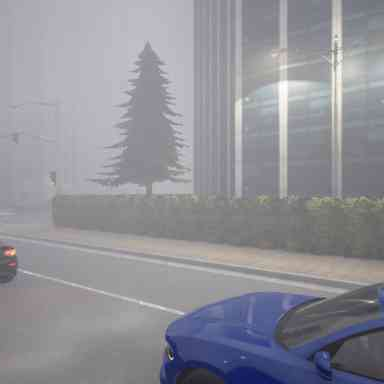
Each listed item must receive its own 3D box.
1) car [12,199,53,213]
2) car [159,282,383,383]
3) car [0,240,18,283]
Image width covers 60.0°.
[{"bbox_3d":[-17.175,1.547,37.424,2.033,1.411,5.357,0,0,36],"label":"car"},{"bbox_3d":[1.974,1.478,2.585,5.008,1.535,1.882,0,0,36],"label":"car"},{"bbox_3d":[-6.154,1.526,8.337,4.674,1.442,1.812,0,0,36],"label":"car"}]
